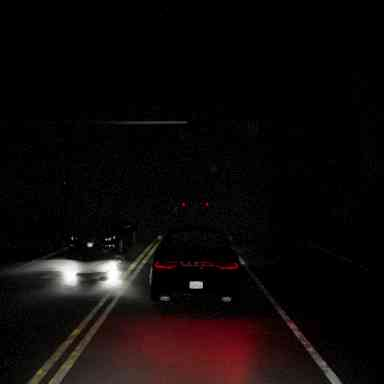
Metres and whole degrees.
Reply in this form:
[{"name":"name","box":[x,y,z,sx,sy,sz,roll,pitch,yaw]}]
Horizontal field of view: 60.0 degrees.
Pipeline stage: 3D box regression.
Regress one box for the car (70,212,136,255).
[{"name":"car","box":[-3.590,1.646,14.142,1.837,1.490,4.892,0,-1,0]}]

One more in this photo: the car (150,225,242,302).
[{"name":"car","box":[0.082,1.595,8.598,1.882,1.535,5.008,1,-1,0]}]
